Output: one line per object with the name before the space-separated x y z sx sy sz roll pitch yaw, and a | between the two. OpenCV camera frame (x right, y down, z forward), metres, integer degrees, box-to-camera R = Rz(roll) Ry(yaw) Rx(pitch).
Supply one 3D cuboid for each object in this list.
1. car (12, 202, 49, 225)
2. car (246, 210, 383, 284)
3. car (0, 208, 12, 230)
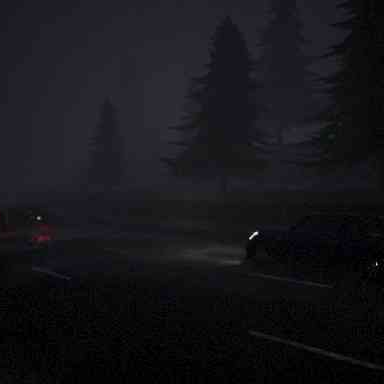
car | -12.070 1.511 24.340 1.837 1.490 4.892 0 0 -44
car | 3.917 1.382 9.973 4.553 1.767 2.097 0 0 37
car | -12.894 1.474 20.186 5.008 1.535 1.882 0 0 45
